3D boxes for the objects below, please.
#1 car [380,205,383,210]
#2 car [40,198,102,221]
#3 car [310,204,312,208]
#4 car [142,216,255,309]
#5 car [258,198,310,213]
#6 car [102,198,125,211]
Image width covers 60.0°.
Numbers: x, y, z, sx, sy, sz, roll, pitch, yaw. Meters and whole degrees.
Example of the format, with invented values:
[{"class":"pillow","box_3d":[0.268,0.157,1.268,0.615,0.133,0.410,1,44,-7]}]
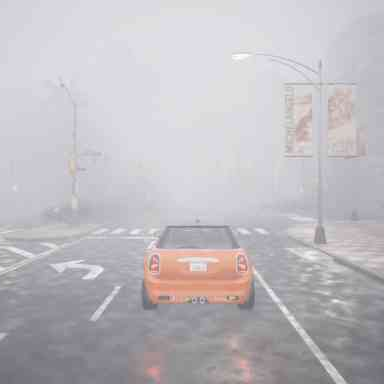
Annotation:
[{"class":"car","box_3d":[23.573,1.547,36.292,5.357,1.411,2.033,0,0,1]},{"class":"car","box_3d":[-9.935,1.352,27.057,2.097,1.767,4.553,0,0,30]},{"class":"car","box_3d":[11.711,1.601,39.919,4.718,1.301,1.895,0,0,1]},{"class":"car","box_3d":[0.116,1.352,8.019,2.097,1.767,4.553,0,0,0]},{"class":"car","box_3d":[9.798,1.478,36.415,5.008,1.535,1.882,0,0,0]},{"class":"car","box_3d":[-10.571,1.491,40.154,4.902,1.511,2.128,0,0,1]}]
